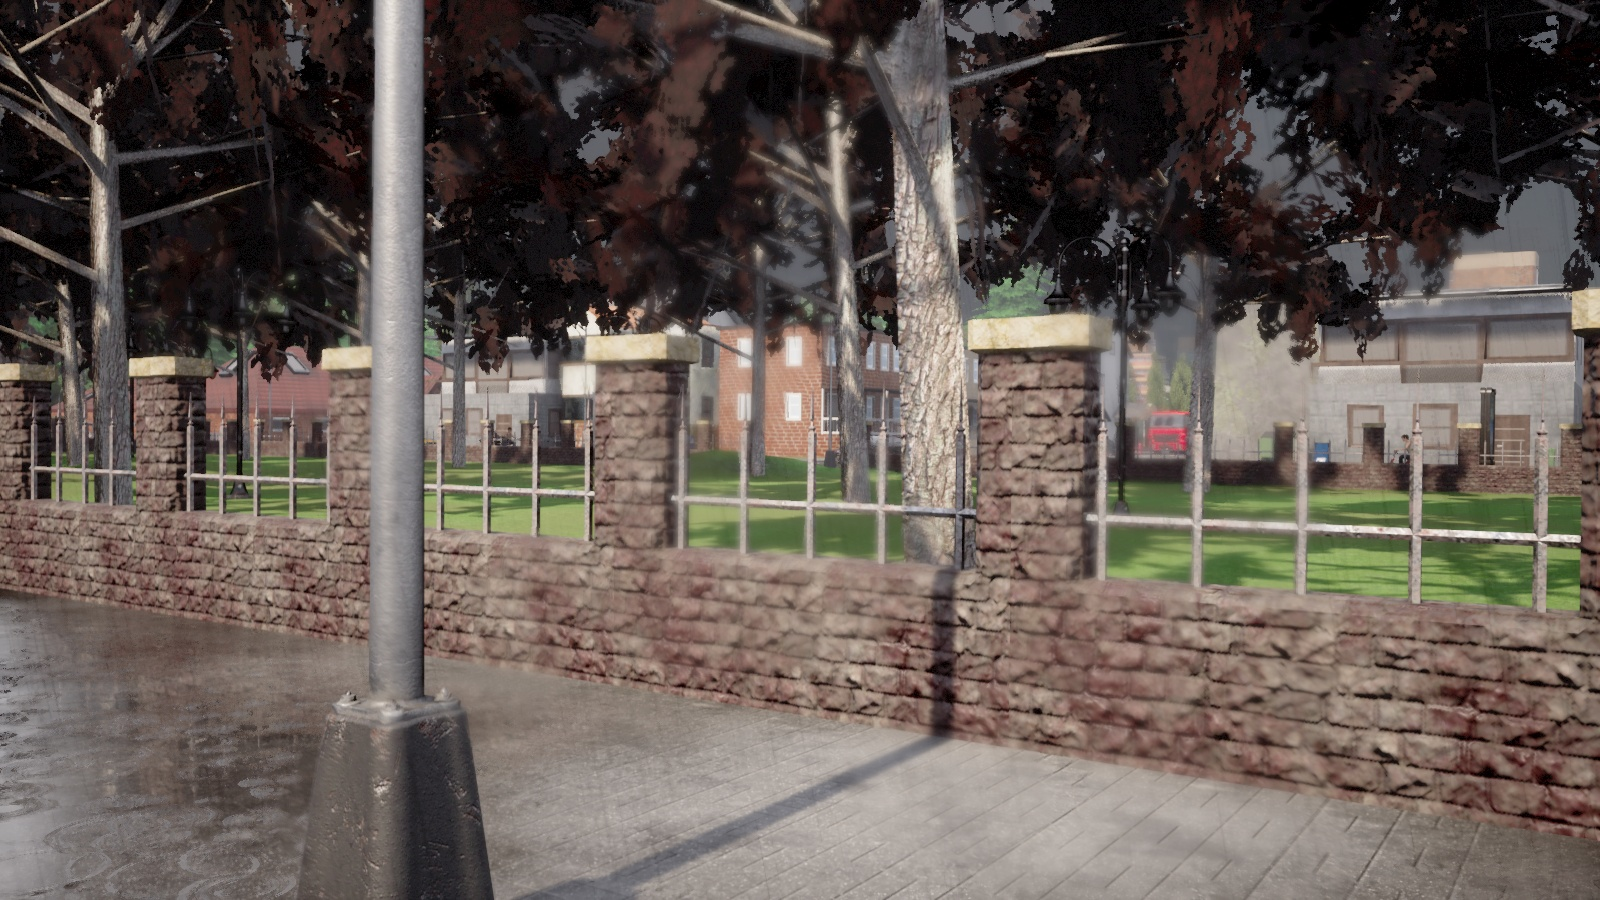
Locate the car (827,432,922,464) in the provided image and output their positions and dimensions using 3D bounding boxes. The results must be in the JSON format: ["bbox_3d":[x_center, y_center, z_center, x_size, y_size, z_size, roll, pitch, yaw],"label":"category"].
[{"bbox_3d":[3.602,-0.105,60.128,4.674,1.442,1.812,-1,1,-43],"label":"car"}]

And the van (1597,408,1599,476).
[{"bbox_3d":[25.877,-0.249,36.568,4.442,1.987,1.775,0,1,34],"label":"van"}]
